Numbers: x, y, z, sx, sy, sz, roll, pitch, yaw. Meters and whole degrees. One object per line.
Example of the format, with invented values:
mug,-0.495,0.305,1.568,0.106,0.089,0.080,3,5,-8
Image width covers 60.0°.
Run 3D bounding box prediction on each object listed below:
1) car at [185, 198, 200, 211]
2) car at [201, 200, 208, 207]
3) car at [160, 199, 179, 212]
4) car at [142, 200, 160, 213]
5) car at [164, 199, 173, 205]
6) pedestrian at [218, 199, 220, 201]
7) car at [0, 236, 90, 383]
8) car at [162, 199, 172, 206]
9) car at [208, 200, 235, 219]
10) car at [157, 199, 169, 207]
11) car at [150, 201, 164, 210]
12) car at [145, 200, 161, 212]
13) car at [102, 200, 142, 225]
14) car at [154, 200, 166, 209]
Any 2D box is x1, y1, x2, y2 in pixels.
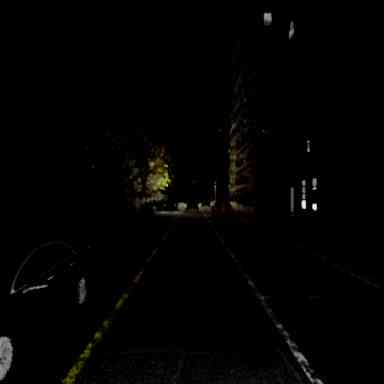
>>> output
car,0.044,2.044,48.895,1.837,1.490,4.892,0,0,0
car,2.718,2.277,65.446,2.008,1.369,4.403,0,-1,0
car,-3.063,1.879,48.022,2.097,1.767,4.553,0,-1,0
car,-5.671,2.040,43.294,1.947,1.339,4.313,0,-1,0
car,-5.785,2.464,82.062,1.887,1.381,4.507,0,-1,0
pedestrian,3.014,1.691,36.358,0.375,1.860,0.375,0,-1,-5
car,-3.099,1.563,5.291,1.837,1.490,4.892,0,-1,0
car,-5.735,2.405,76.522,2.008,1.369,4.403,0,-1,0
car,3.013,1.717,33.547,2.097,1.767,4.553,0,-1,0
car,-5.662,2.166,65.449,1.967,1.590,4.097,0,-1,0
car,-5.666,2.181,54.370,1.802,1.307,4.206,0,-1,0
car,-5.668,1.977,48.833,1.967,1.590,4.097,0,-1,0
car,-5.676,1.605,26.681,2.192,1.841,5.009,0,-1,0
car,-5.664,2.186,59.739,1.752,1.417,4.829,0,-1,0
